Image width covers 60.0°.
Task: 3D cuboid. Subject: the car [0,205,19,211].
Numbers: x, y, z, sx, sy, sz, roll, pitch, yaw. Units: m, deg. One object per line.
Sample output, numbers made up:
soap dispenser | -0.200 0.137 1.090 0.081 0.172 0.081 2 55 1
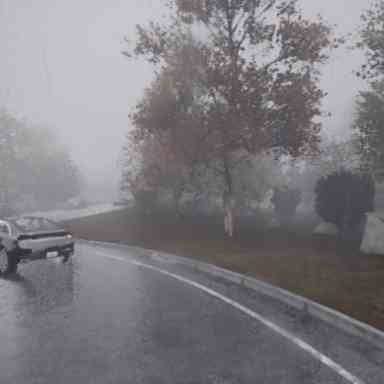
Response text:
car | -16.449 1.785 27.690 2.033 1.411 5.357 -1 0 2

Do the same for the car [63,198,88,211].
car | -15.840 1.572 45.360 2.097 1.767 4.553 -1 0 2

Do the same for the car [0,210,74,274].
car | -5.759 1.574 11.009 4.902 1.511 2.128 -1 0 42

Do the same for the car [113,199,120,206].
car | -11.835 1.702 56.051 2.033 1.411 5.357 -1 0 3
